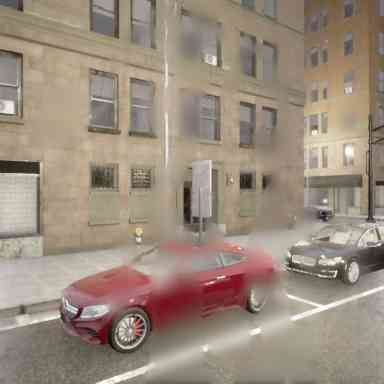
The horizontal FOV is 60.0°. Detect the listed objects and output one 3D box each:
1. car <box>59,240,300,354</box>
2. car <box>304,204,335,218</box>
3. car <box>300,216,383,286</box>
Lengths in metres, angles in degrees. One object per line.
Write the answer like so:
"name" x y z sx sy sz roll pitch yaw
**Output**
"car" -0.172 1.582 6.055 4.206 1.307 1.802 0 0 -35
"car" 8.246 1.516 25.155 1.895 1.301 4.718 0 0 -35
"car" 4.462 1.550 9.343 4.403 1.369 2.008 0 0 -35
